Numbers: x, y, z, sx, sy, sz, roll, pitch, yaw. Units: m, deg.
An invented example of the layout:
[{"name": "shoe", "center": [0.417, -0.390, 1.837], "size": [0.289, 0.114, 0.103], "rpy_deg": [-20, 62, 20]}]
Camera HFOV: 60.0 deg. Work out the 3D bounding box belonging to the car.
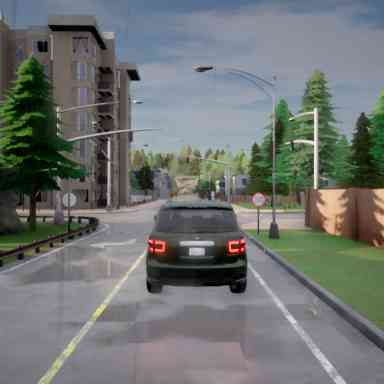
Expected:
[{"name": "car", "center": [0.098, 1.221, 8.979], "size": [2.150, 2.045, 5.566], "rpy_deg": [0, 0, 0]}]
